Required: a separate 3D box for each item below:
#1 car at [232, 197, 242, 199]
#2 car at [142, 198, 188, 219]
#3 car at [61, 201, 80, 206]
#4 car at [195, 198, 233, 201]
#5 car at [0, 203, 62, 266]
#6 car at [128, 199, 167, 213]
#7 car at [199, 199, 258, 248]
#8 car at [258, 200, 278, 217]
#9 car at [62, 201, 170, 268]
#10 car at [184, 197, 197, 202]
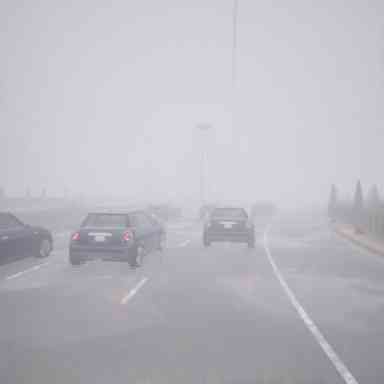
[{"bbox_3d":[8.902,1.723,67.707,1.812,1.442,4.674,0,-1,40],"label":"car"},{"bbox_3d":[-2.210,1.544,27.526,1.837,1.490,4.892,0,0,18],"label":"car"},{"bbox_3d":[-11.969,1.580,31.972,1.994,1.385,4.181,0,0,20],"label":"car"},{"bbox_3d":[2.056,1.566,29.208,1.837,1.490,4.892,0,0,19],"label":"car"},{"bbox_3d":[-6.083,1.328,9.830,2.097,1.767,4.553,0,0,6],"label":"car"},{"bbox_3d":[-5.196,1.629,39.776,2.033,1.411,5.357,0,0,25],"label":"car"},{"bbox_3d":[1.824,1.379,15.283,2.097,1.767,4.553,0,0,11],"label":"car"},{"bbox_3d":[7.178,1.569,32.686,1.882,1.535,5.008,0,0,23],"label":"car"},{"bbox_3d":[-2.341,1.352,11.562,2.097,1.767,4.553,0,0,8],"label":"car"},{"bbox_3d":[-1.018,1.710,60.878,1.882,1.535,5.008,0,-1,35],"label":"car"}]
